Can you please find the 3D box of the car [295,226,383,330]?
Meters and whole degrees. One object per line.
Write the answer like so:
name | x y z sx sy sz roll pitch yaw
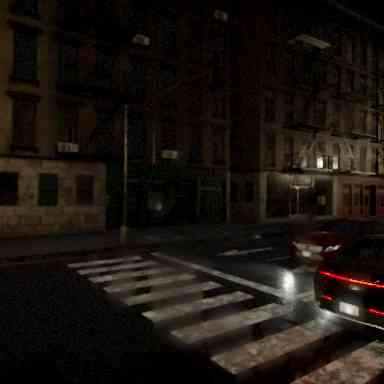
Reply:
car | 4.386 1.564 6.456 4.892 1.490 1.837 1 0 -35

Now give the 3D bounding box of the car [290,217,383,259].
car | 5.377 1.614 11.305 4.674 1.442 1.812 1 0 -34
